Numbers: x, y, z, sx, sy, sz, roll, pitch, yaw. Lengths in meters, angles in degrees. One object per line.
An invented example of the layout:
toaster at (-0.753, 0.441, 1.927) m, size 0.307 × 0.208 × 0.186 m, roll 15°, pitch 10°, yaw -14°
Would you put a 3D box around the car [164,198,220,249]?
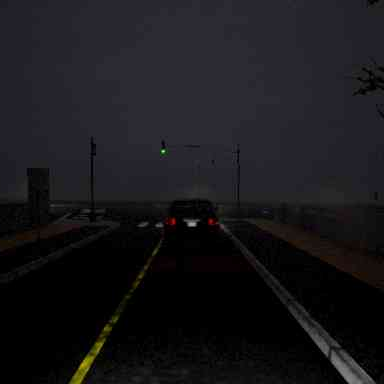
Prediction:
car at (0.000, 1.251, 14.682) m, size 2.150 × 2.045 × 5.566 m, roll 0°, pitch 0°, yaw 0°
